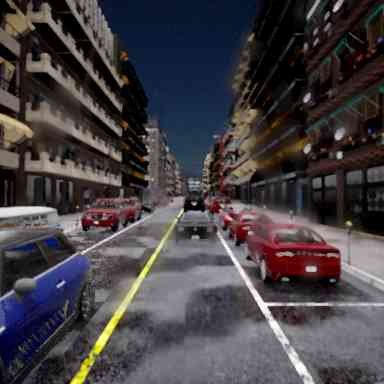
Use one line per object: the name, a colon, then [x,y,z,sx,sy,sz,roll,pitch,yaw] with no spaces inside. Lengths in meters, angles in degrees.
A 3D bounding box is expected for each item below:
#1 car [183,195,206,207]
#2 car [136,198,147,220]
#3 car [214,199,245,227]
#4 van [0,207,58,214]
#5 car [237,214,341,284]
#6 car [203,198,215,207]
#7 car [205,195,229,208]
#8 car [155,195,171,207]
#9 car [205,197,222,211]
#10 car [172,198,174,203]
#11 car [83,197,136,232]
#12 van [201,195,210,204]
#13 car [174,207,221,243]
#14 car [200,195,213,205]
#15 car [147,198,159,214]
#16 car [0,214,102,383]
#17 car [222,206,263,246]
car: [0.226,1.288,34.536,2.150,2.045,5.566,0,0,0]
car: [-5.197,1.359,26.186,2.192,1.841,5.009,1,0,0]
car: [2.667,1.475,20.567,1.967,1.590,4.097,1,0,0]
van: [-5.258,1.352,9.596,1.690,1.788,3.998,1,0,0]
car: [2.617,1.558,9.505,1.887,1.381,4.507,1,0,0]
car: [2.742,1.715,53.754,1.802,1.307,4.206,1,0,0]
car: [2.668,1.375,31.629,2.192,1.841,5.009,1,0,0]
car: [-5.098,1.446,53.839,2.192,1.841,5.009,1,0,0]
car: [2.705,1.533,42.692,1.967,1.590,4.097,1,0,0]
car: [-5.025,1.817,75.963,1.802,1.307,4.206,1,0,0]
car: [-5.217,1.347,20.657,2.192,1.841,5.009,1,0,0]
van: [2.807,1.550,70.349,1.690,1.788,3.998,1,0,0]
car: [0.158,1.626,16.239,1.895,1.301,4.718,0,0,0]
car: [2.788,1.497,64.818,2.192,1.841,5.009,1,0,0]
car: [-5.163,1.639,37.248,1.947,1.339,4.313,1,0,0]
car: [-2.834,1.355,4.139,2.097,1.767,4.553,0,0,0]
car: [2.637,1.568,15.035,1.887,1.381,4.507,1,0,0]
